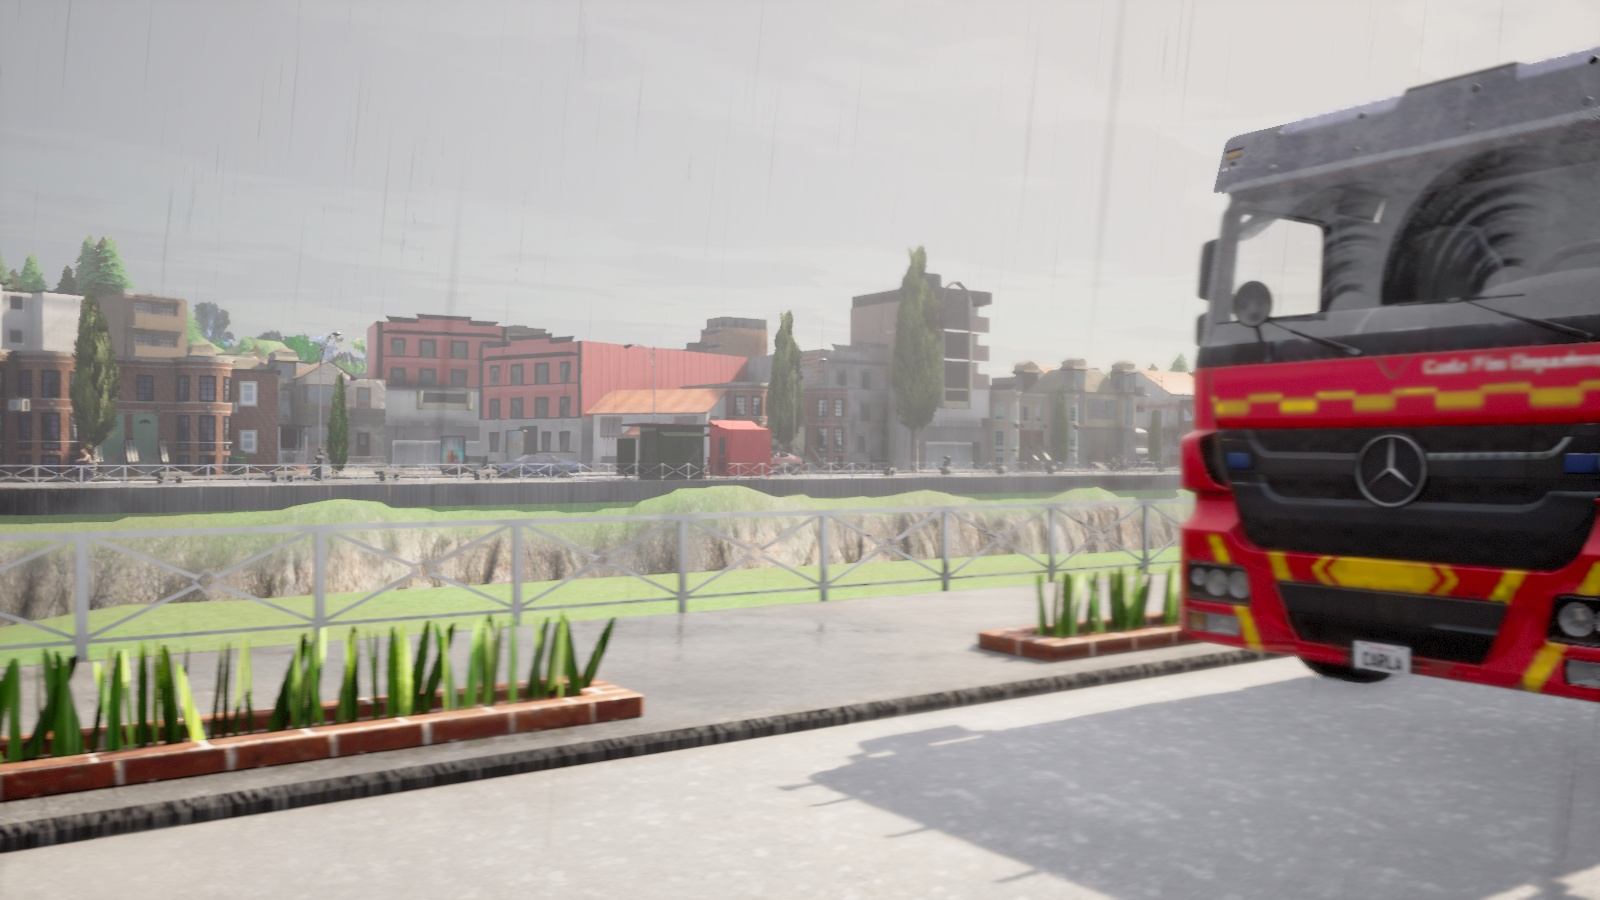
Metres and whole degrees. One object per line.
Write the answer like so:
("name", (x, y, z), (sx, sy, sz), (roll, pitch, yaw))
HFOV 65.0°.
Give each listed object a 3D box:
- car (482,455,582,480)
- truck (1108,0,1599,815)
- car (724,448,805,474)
("car", (-15.660, 1.005, 73.413), (5.357, 1.411, 2.033), (0, 0, -35))
("truck", (6.117, -0.412, 8.520), (8.468, 3.827, 2.891), (0, 0, -34))
("car", (-2.317, 0.731, 82.703), (5.027, 1.651, 2.152), (0, 0, -35))
